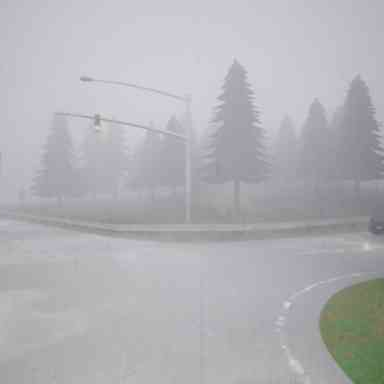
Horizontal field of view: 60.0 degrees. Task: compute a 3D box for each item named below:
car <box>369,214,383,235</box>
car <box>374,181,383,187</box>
[{"bbox_3d":[11.175,1.321,16.762,5.008,1.535,1.882,-2,1,-23],"label":"car"},{"bbox_3d":[28.846,-1.837,50.365,2.150,2.045,5.566,0,5,26],"label":"car"}]
